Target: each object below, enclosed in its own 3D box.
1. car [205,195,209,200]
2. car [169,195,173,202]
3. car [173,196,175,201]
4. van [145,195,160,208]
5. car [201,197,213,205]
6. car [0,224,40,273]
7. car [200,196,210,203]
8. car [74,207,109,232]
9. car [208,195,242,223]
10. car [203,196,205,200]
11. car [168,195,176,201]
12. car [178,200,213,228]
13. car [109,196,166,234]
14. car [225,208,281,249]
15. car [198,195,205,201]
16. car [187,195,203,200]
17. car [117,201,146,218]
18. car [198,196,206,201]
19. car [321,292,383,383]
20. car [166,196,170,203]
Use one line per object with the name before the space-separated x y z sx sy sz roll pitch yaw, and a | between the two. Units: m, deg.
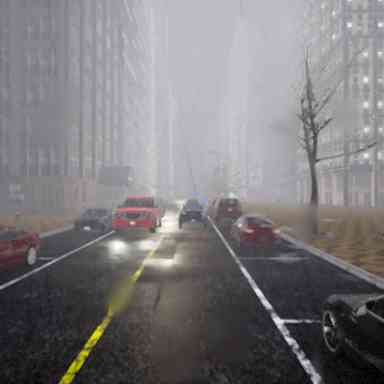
car | 2.698 1.364 31.563 2.192 1.841 5.009 0 0 0
car | -5.684 1.661 71.407 2.008 1.369 4.403 0 0 0
car | -5.682 1.570 82.786 1.967 1.590 4.097 0 0 0
van | -5.682 1.414 48.650 1.690 1.788 3.998 1 0 0
car | 2.697 1.644 60.008 2.008 1.369 4.403 0 0 0
car | -5.694 1.556 8.828 1.887 1.381 4.507 1 0 0
car | 2.697 1.663 71.386 2.008 1.369 4.403 0 0 0
car | -5.685 1.595 20.204 1.947 1.339 4.313 1 0 0
car | 2.698 1.355 25.874 2.192 1.841 5.009 0 0 0
car | 2.697 1.592 43.111 1.752 1.417 4.829 0 0 0
car | -5.684 1.701 94.163 2.008 1.369 4.403 0 0 0
car | 0.071 1.527 22.507 2.128 1.511 4.902 0 0 0
car | -3.038 1.252 19.862 2.150 2.045 5.566 0 0 0
car | 2.695 1.605 14.496 1.802 1.307 4.206 0 0 0
car | 2.697 1.593 94.140 1.967 1.590 4.097 0 0 0
car | 0.091 1.543 43.102 1.882 1.535 5.008 0 0 0
car | -5.685 1.612 31.583 1.947 1.339 4.313 1 0 0
car | 2.697 1.693 88.452 2.008 1.369 4.403 0 0 0
car | 2.761 1.572 3.119 1.947 1.339 4.313 0 0 0
car | -3.000 1.205 25.525 1.994 1.385 4.181 0 0 0
